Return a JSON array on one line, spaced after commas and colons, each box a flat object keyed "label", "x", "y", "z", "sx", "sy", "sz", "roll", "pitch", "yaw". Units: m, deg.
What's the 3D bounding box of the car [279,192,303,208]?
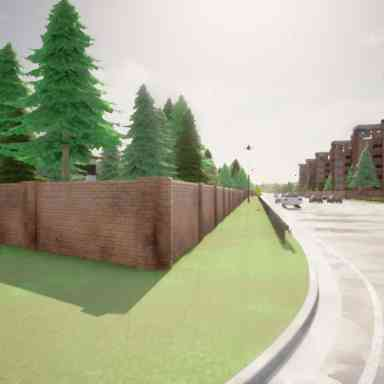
[{"label": "car", "x": 13.812, "y": 1.207, "z": 46.692, "sx": 2.150, "sy": 2.045, "sz": 5.566, "roll": 0, "pitch": 0, "yaw": 11}]

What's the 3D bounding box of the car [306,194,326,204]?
[{"label": "car", "x": 24.584, "y": 1.337, "z": 66.152, "sx": 2.097, "sy": 1.767, "sz": 4.553, "roll": 0, "pitch": 0, "yaw": 11}]

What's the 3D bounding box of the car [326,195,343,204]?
[{"label": "car", "x": 28.005, "y": 1.336, "z": 65.409, "sx": 2.097, "sy": 1.767, "sz": 4.553, "roll": 0, "pitch": 0, "yaw": 11}]

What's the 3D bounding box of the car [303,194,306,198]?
[{"label": "car", "x": 21.126, "y": 1.483, "z": 66.694, "sx": 1.837, "sy": 1.490, "sz": 4.892, "roll": 0, "pitch": 0, "yaw": 11}]

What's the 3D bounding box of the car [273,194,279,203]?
[{"label": "car", "x": 17.431, "y": 1.585, "z": 65.984, "sx": 1.895, "sy": 1.301, "sz": 4.718, "roll": 0, "pitch": 0, "yaw": 11}]
